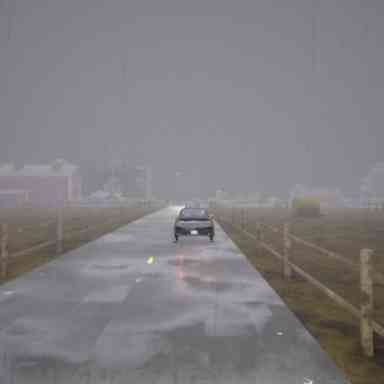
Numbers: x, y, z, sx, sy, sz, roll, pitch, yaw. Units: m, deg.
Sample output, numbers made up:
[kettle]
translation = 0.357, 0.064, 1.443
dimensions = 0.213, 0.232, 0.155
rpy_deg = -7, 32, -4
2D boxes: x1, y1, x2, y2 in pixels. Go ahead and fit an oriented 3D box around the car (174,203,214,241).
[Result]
[car]
translation = 0.096, 1.542, 16.786
dimensions = 2.128, 1.511, 4.902
rpy_deg = 0, 0, 0
